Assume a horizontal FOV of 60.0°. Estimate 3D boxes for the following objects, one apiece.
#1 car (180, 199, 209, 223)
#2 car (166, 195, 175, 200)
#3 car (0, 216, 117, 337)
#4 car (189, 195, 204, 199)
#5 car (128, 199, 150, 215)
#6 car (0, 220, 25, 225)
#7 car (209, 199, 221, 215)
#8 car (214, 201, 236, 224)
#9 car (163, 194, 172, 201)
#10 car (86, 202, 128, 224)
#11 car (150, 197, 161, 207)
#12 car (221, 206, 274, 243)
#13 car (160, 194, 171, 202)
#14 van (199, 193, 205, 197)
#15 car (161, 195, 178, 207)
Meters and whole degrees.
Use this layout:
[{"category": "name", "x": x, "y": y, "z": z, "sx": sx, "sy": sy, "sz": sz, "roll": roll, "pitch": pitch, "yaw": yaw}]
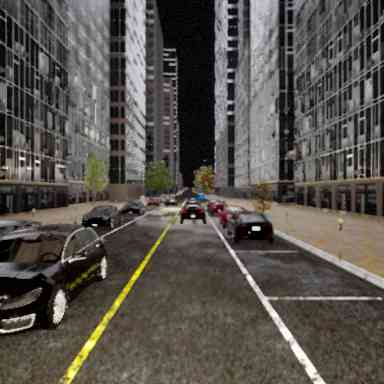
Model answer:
[{"category": "car", "x": 0.088, "y": 1.514, "z": 25.284, "sx": 1.812, "sy": 1.442, "sz": 4.674, "roll": 0, "pitch": 0, "yaw": 0}, {"category": "car", "x": -5.734, "y": 1.438, "z": 89.947, "sx": 2.008, "sy": 1.369, "sz": 4.403, "roll": 0, "pitch": 0, "yaw": 0}, {"category": "car", "x": -3.104, "y": 1.503, "z": 6.988, "sx": 1.837, "sy": 1.490, "sz": 4.892, "roll": 0, "pitch": 0, "yaw": 0}, {"category": "car", "x": 0.079, "y": 1.520, "z": 42.856, "sx": 2.033, "sy": 1.411, "sz": 5.357, "roll": 0, "pitch": 0, "yaw": 0}, {"category": "car", "x": -5.708, "y": 1.547, "z": 33.022, "sx": 1.947, "sy": 1.339, "sz": 4.313, "roll": 0, "pitch": 0, "yaw": 0}, {"category": "car", "x": -5.698, "y": 1.563, "z": 10.254, "sx": 1.947, "sy": 1.339, "sz": 4.313, "roll": 0, "pitch": 0, "yaw": 0}, {"category": "car", "x": 2.672, "y": 1.564, "z": 33.018, "sx": 1.802, "sy": 1.307, "sz": 4.206, "roll": 0, "pitch": 0, "yaw": 0}, {"category": "car", "x": 2.677, "y": 1.536, "z": 21.634, "sx": 1.887, "sy": 1.381, "sz": 4.507, "roll": 0, "pitch": 0, "yaw": 0}, {"category": "car", "x": -5.729, "y": 1.352, "z": 78.561, "sx": 1.967, "sy": 1.590, "sz": 4.097, "roll": 0, "pitch": 0, "yaw": 0}, {"category": "car", "x": -5.703, "y": 1.556, "z": 21.638, "sx": 1.947, "sy": 1.339, "sz": 4.313, "roll": 0, "pitch": 0, "yaw": 0}, {"category": "car", "x": -5.716, "y": 1.508, "z": 50.099, "sx": 1.887, "sy": 1.381, "sz": 4.507, "roll": 0, "pitch": 0, "yaw": 0}, {"category": "car", "x": 2.680, "y": 1.560, "z": 15.941, "sx": 1.947, "sy": 1.339, "sz": 4.313, "roll": 0, "pitch": 0, "yaw": 0}, {"category": "car", "x": -5.726, "y": 1.364, "z": 72.869, "sx": 1.967, "sy": 1.590, "sz": 4.097, "roll": 0, "pitch": 0, "yaw": 0}, {"category": "van", "x": 2.646, "y": 1.229, "z": 89.946, "sx": 1.690, "sy": 1.788, "sz": 3.998, "roll": 0, "pitch": 0, "yaw": 0}, {"category": "car", "x": -3.101, "y": 1.528, "z": 50.083, "sx": 1.994, "sy": 1.385, "sz": 4.181, "roll": 0, "pitch": 0, "yaw": 0}]
